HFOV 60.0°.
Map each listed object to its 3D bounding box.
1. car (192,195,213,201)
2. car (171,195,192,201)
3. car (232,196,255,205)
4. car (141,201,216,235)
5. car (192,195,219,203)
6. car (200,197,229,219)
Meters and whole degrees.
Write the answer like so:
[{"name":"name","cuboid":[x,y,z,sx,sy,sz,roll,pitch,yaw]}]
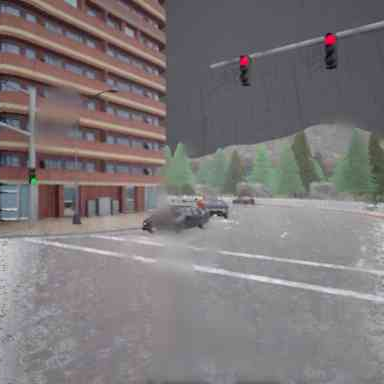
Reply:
[{"name":"car","cuboid":[1.835,1.206,38.649,2.097,1.767,4.553,0,0,-11]},{"name":"car","cuboid":[-1.825,1.304,61.693,4.674,1.442,1.812,0,0,44]},{"name":"car","cuboid":[8.200,1.355,53.140,1.812,1.442,4.674,0,0,-26]},{"name":"car","cuboid":[-0.711,1.452,18.537,2.033,1.411,5.357,0,0,24]},{"name":"car","cuboid":[2.461,1.335,62.245,2.033,1.411,5.357,0,0,-42]},{"name":"car","cuboid":[2.121,1.432,28.352,2.033,1.411,5.357,0,0,7]}]
